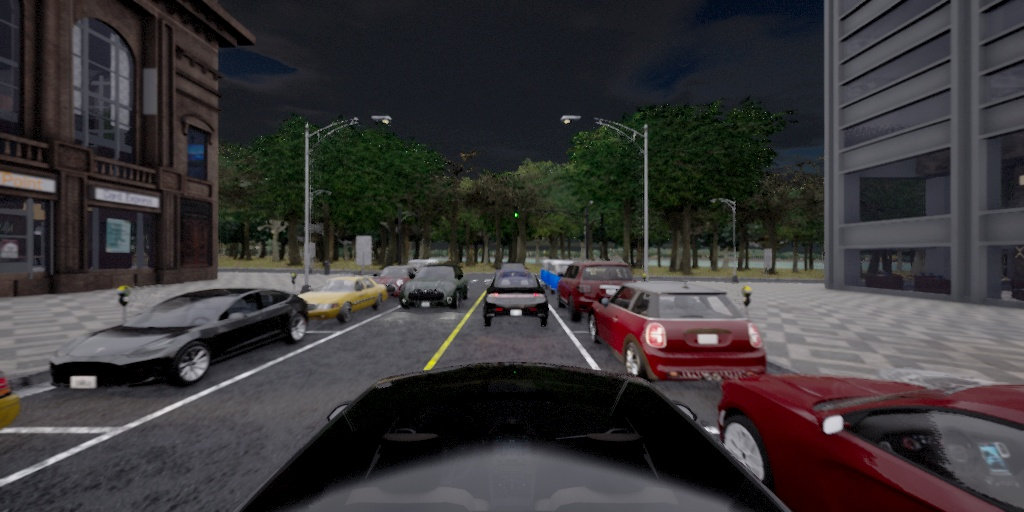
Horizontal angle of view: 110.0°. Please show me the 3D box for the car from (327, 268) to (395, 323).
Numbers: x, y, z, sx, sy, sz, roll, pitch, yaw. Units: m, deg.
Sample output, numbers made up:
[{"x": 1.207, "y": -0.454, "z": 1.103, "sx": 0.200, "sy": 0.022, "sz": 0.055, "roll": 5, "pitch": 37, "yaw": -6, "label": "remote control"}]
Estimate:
[{"x": -5.758, "y": 1.298, "z": 12.268, "sx": 1.751, "sy": 1.417, "sz": 4.829, "roll": 0, "pitch": 0, "yaw": 0, "label": "car"}]

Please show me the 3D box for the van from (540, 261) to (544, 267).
[{"x": 2.772, "y": 1.137, "z": 23.309, "sx": 1.690, "sy": 1.789, "sz": 3.998, "roll": 0, "pitch": 0, "yaw": 0, "label": "van"}]

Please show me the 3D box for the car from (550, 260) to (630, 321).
[{"x": 2.767, "y": 1.087, "z": 12.434, "sx": 2.192, "sy": 1.841, "sz": 5.009, "roll": 0, "pitch": 0, "yaw": 0, "label": "car"}]

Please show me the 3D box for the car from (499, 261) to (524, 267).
[{"x": -0.113, "y": 1.151, "z": 24.373, "sx": 2.097, "sy": 1.767, "sz": 4.553, "roll": 0, "pitch": 0, "yaw": -6, "label": "car"}]

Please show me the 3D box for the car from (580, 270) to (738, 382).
[{"x": 2.765, "y": 1.201, "z": 6.996, "sx": 1.967, "sy": 1.591, "sz": 4.097, "roll": 0, "pitch": 0, "yaw": 0, "label": "car"}]

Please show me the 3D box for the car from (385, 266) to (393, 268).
[{"x": -5.756, "y": 1.224, "z": 17.875, "sx": 1.967, "sy": 1.591, "sz": 4.097, "roll": 0, "pitch": 0, "yaw": 0, "label": "car"}]

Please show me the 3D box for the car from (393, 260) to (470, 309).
[{"x": -3.050, "y": 1.129, "z": 14.976, "sx": 2.097, "sy": 1.767, "sz": 4.553, "roll": 0, "pitch": 0, "yaw": 0, "label": "car"}]

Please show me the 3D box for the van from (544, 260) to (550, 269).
[{"x": 2.770, "y": 1.125, "z": 17.871, "sx": 1.690, "sy": 1.789, "sz": 3.998, "roll": 0, "pitch": 0, "yaw": 0, "label": "van"}]

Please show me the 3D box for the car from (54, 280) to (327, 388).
[{"x": -5.761, "y": 1.327, "z": 7.000, "sx": 1.948, "sy": 1.339, "sz": 4.313, "roll": 0, "pitch": 0, "yaw": 0, "label": "car"}]

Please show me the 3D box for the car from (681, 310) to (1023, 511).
[{"x": 2.762, "y": 1.295, "z": 1.559, "sx": 1.888, "sy": 1.381, "sz": 4.507, "roll": 0, "pitch": 0, "yaw": 0, "label": "car"}]

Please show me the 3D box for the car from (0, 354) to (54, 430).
[{"x": -5.763, "y": 1.275, "z": 1.393, "sx": 1.751, "sy": 1.417, "sz": 4.829, "roll": 0, "pitch": 0, "yaw": 0, "label": "car"}]

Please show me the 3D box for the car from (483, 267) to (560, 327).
[{"x": 0.105, "y": 1.261, "z": 11.695, "sx": 2.128, "sy": 1.511, "sz": 4.902, "roll": 0, "pitch": 0, "yaw": 0, "label": "car"}]
